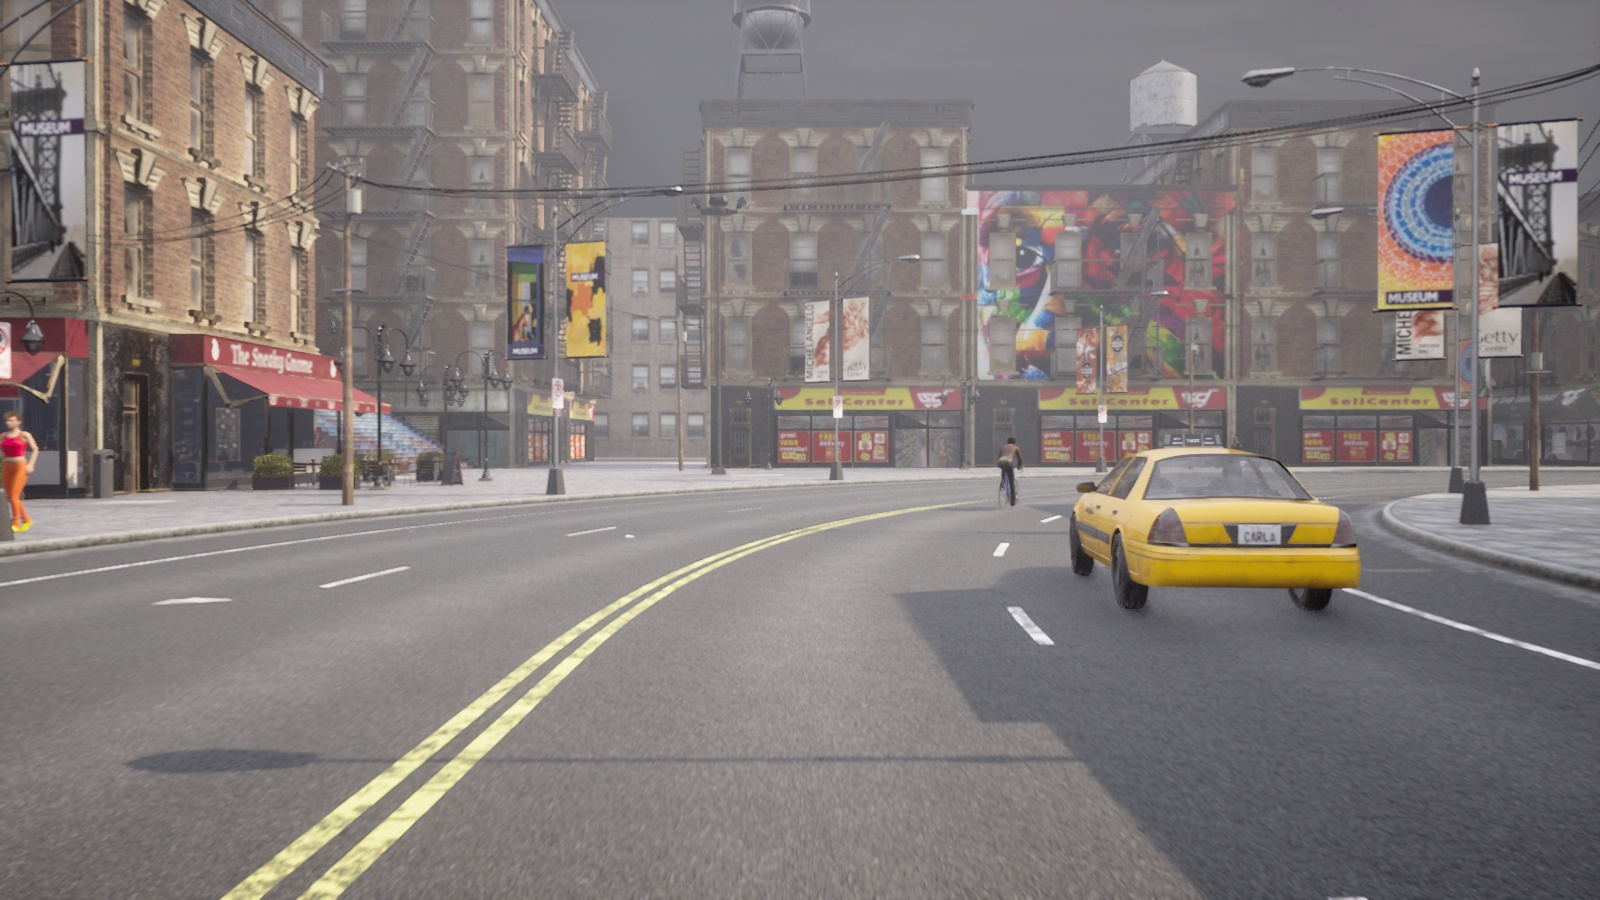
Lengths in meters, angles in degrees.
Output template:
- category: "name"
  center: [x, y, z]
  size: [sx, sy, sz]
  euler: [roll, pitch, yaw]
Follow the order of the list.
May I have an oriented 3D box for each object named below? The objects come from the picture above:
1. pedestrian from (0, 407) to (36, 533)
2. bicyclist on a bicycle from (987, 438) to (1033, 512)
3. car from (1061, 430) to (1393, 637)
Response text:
- category: "pedestrian"
  center: [-11.745, 0.288, 18.674]
  size: [0.345, 1.836, 0.594]
  euler: [0, 0, 8]
- category: "bicyclist on a bicycle"
  center: [4.741, 0.544, 28.266]
  size: [0.582, 1.620, 1.656]
  euler: [1, 0, 25]
- category: "car"
  center: [3.825, 0.619, 12.306]
  size: [1.801, 1.575, 5.366]
  euler: [0, 0, 4]
